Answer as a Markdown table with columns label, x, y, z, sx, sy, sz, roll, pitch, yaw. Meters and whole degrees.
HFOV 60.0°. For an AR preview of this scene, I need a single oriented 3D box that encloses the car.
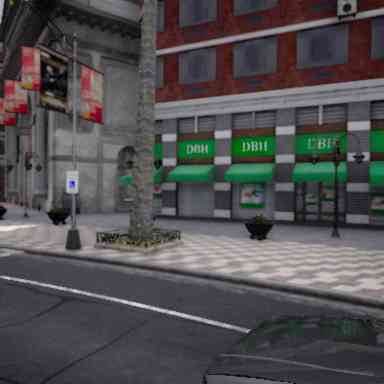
| label | x | y | z | sx | sy | sz | roll | pitch | yaw |
| --- | --- | --- | --- | --- | --- | --- | --- | --- | --- |
| car | 2.606 | 1.563 | 1.921 | 5.357 | 1.411 | 2.033 | 1 | 0 | 36 |
